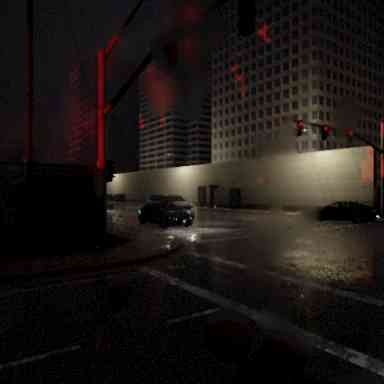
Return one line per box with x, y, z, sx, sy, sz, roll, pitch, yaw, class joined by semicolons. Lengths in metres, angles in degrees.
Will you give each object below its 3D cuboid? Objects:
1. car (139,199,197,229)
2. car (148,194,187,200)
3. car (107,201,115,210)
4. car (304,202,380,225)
-1.820;1.450;21.617;1.837;1.490;4.892;0;1;-35;car
-1.882;1.172;27.780;2.150;2.045;5.566;0;0;-35;car
-11.212;1.551;40.908;1.895;1.301;4.718;0;0;-35;car
10.450;1.448;23.522;4.902;1.511;2.128;0;1;39;car
